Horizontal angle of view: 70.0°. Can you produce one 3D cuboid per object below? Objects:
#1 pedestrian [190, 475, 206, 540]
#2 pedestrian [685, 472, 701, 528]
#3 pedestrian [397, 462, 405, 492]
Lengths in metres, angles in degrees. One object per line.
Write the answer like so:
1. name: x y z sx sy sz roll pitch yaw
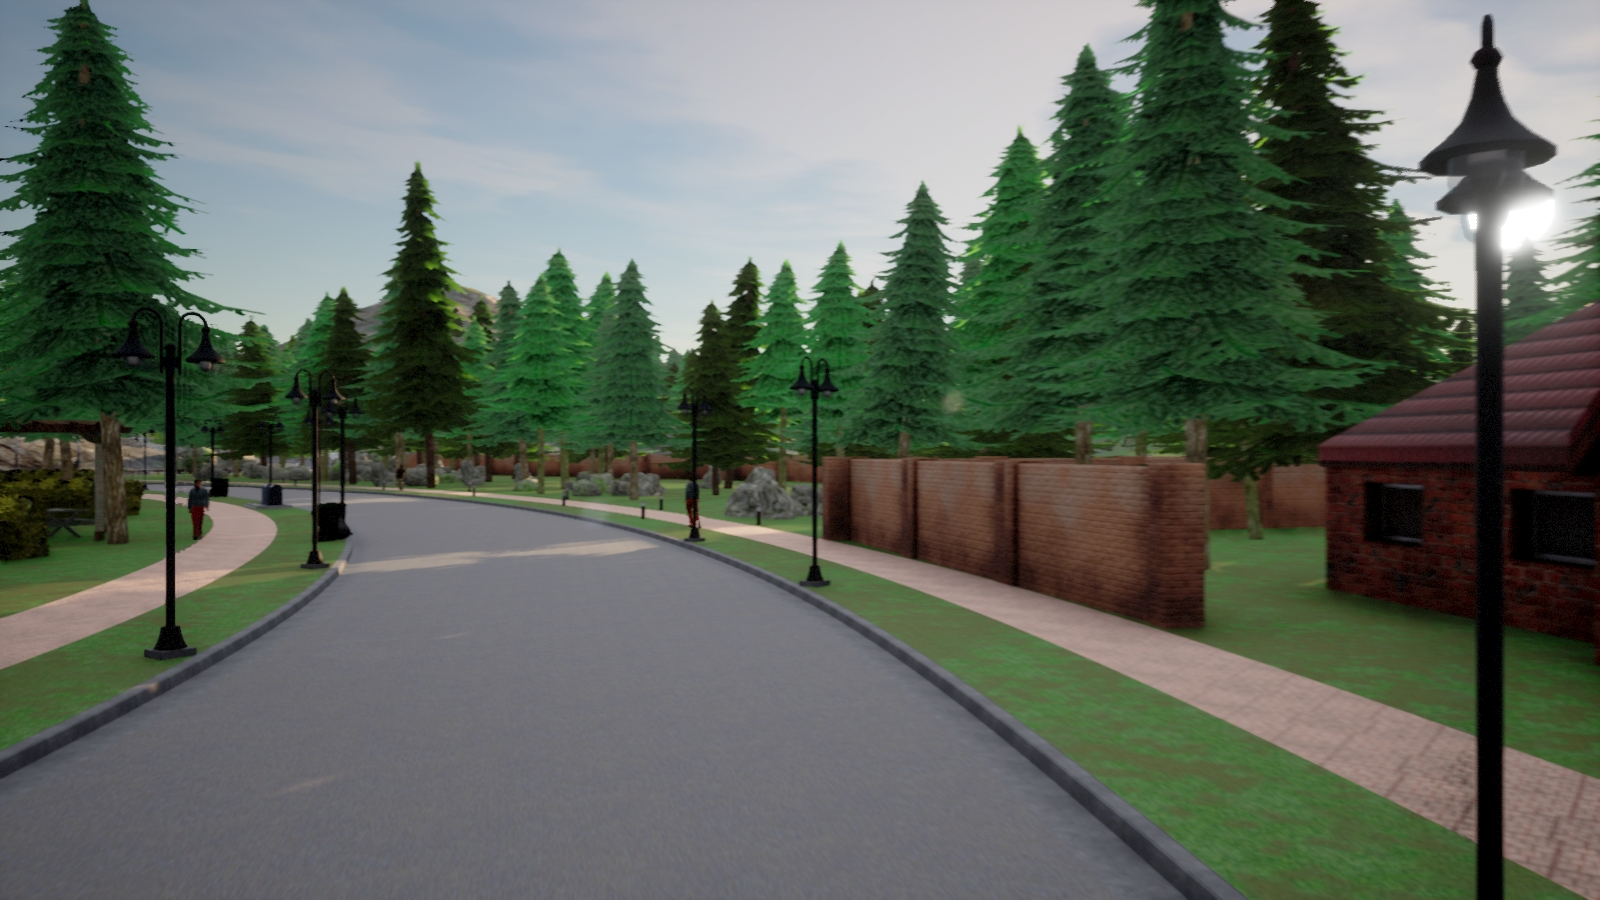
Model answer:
1. pedestrian: -17.660 1.678 33.530 0.375 1.860 0.375 0 0 -20
2. pedestrian: -3.607 1.670 38.508 0.375 1.860 0.375 0 0 -32
3. pedestrian: -24.731 1.686 70.773 0.375 1.860 0.375 0 0 -38
